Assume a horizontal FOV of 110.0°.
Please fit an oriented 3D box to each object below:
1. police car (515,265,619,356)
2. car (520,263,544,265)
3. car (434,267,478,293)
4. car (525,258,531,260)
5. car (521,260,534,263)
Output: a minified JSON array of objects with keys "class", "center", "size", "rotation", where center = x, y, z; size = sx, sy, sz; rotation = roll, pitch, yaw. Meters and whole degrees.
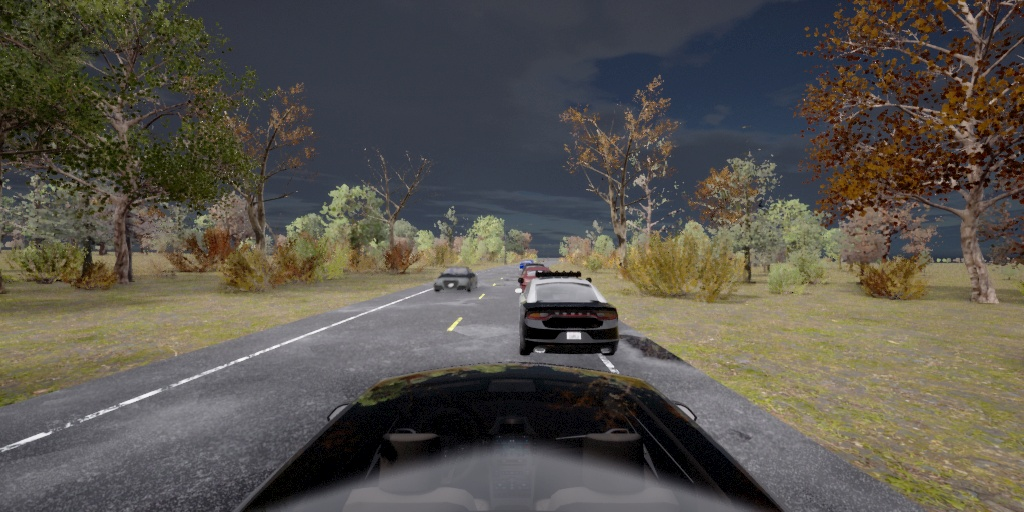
[{"class":"police car","center":[1.107,1.177,8.790],"size":[1.930,1.638,5.238],"rotation":[0,0,1]},{"class":"car","center":[1.325,1.281,18.633],"size":[1.812,1.442,4.674],"rotation":[0,0,2]},{"class":"car","center":[-3.121,1.321,20.622],"size":[1.994,1.385,4.181],"rotation":[0,0,2]},{"class":"car","center":[2.110,1.313,50.351],"size":[1.882,1.535,5.008],"rotation":[0,0,5]},{"class":"car","center":[1.533,1.266,24.603],"size":[1.837,1.490,4.892],"rotation":[0,0,2]}]
